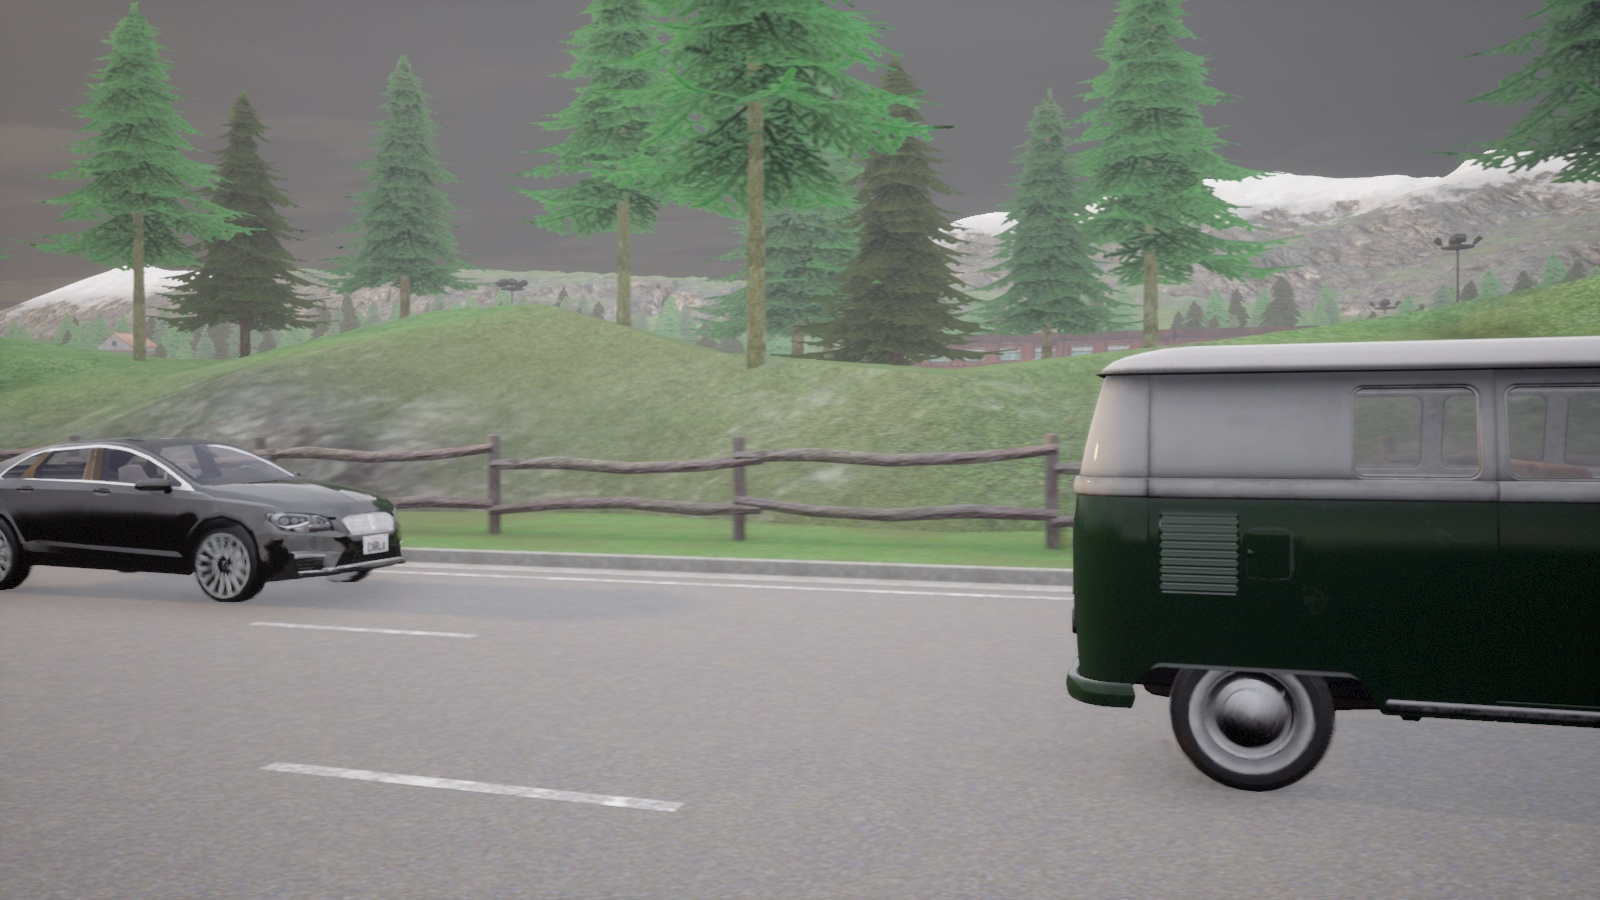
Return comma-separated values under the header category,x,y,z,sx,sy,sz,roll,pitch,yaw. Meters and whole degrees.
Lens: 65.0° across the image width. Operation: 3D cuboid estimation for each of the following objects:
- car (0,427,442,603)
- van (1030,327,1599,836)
category,x,y,z,sx,sy,sz,roll,pitch,yaw
car,-6.356,0.538,12.716,4.902,1.511,2.128,1,1,19
van,3.420,0.501,5.731,4.442,1.987,1.775,1,1,19
